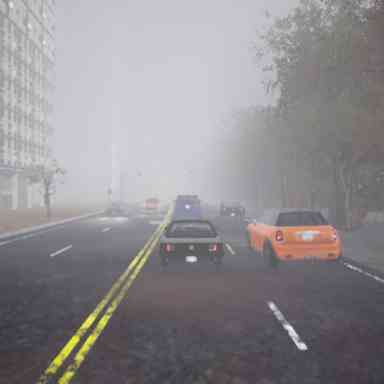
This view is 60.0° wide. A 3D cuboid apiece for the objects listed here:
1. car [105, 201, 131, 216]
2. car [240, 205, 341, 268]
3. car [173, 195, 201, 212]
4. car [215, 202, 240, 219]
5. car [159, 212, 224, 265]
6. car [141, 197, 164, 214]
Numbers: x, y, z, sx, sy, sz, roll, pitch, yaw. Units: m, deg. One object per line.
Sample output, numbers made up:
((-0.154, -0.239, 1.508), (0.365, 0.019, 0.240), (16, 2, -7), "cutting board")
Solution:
((-7.288, 1.607, 33.073), (1.895, 1.301, 4.718), (0, 0, -2), "car")
((3.216, 1.329, 11.510), (2.097, 1.767, 4.553), (-1, -1, -1), "car")
((-0.399, 1.223, 27.289), (2.150, 2.045, 5.566), (0, 0, -2), "car")
((2.954, 1.507, 26.678), (1.895, 1.301, 4.718), (1, -4, -1), "car")
((-0.035, 1.602, 11.611), (1.895, 1.301, 4.718), (0, 0, -1), "car")
((-4.117, 1.357, 35.050), (2.097, 1.767, 4.553), (0, 0, -2), "car")
